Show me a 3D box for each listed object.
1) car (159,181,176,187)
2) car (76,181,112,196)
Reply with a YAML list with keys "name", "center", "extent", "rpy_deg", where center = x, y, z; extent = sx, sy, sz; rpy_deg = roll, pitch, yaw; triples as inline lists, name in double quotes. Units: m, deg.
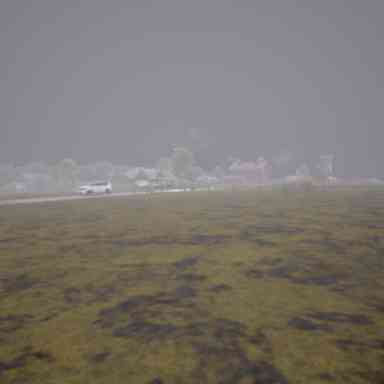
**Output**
- name: "car"
  center: [-4.941, -1.321, 63.421]
  extent: [1.837, 1.490, 4.892]
  rpy_deg: [1, 3, 36]
- name: "car"
  center: [-14.642, -0.548, 50.232]
  extent: [2.150, 2.045, 5.566]
  rpy_deg: [1, 3, 36]
